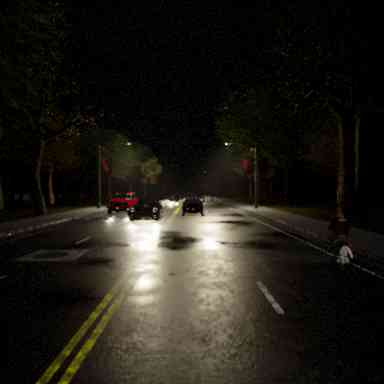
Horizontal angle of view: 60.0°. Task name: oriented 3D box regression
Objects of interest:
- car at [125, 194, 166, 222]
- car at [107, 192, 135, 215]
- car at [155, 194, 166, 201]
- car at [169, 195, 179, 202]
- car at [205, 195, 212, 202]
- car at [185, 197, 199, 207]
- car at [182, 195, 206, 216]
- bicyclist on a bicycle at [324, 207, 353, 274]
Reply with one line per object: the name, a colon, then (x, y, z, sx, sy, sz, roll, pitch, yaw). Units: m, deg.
car: (-3.359, 1.226, 25.016, 2.097, 1.767, 4.553, 0, 0, 0)
car: (-6.626, 1.069, 32.285, 2.150, 2.045, 5.566, 0, 0, 0)
car: (-6.817, 1.160, 72.642, 1.837, 1.490, 4.892, 0, 0, -1)
car: (-3.517, 1.277, 66.006, 2.128, 1.511, 4.902, 0, 0, 0)
car: (3.086, 1.301, 67.454, 1.812, 1.442, 4.674, 0, 0, -1)
car: (-0.011, 1.405, 49.298, 1.895, 1.301, 4.718, 0, 0, 0)
car: (0.077, 1.329, 31.115, 1.882, 1.535, 5.008, 0, 0, 0)
bicyclist on a bicycle: (4.144, 1.316, 9.530, 0.659, 1.776, 1.843, 0, 1, 0)
